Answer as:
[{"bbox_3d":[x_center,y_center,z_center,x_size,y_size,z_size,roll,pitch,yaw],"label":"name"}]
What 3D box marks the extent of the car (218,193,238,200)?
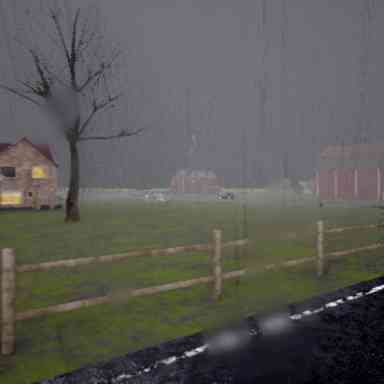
[{"bbox_3d":[7.391,0.890,68.668,1.837,1.490,4.892,-2,1,-36],"label":"car"}]
